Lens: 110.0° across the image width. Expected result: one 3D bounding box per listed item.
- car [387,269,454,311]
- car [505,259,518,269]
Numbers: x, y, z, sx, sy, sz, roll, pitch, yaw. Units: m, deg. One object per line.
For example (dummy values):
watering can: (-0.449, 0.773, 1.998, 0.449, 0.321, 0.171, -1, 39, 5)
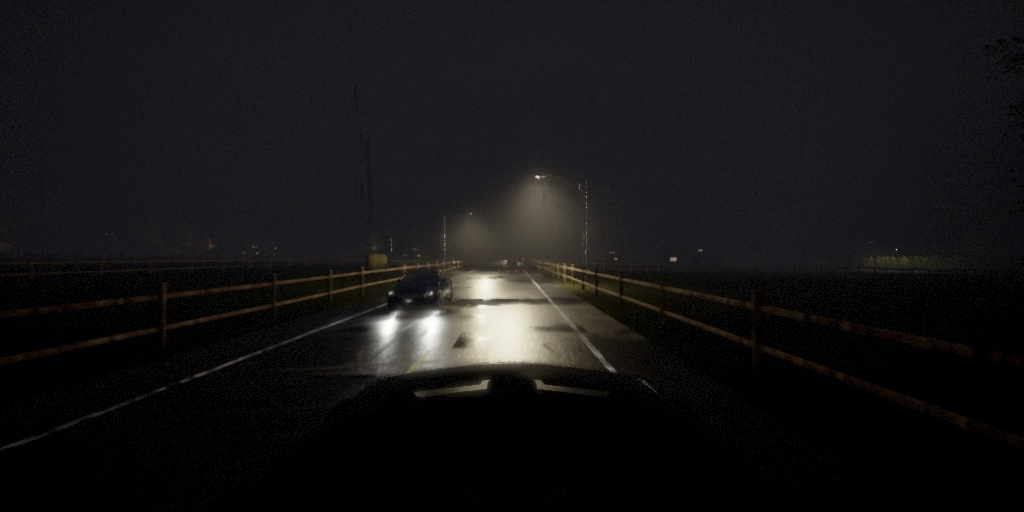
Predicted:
car: (-3.551, 1.287, 14.697, 1.812, 1.442, 4.674, 0, 0, 1)
car: (-0.043, 1.296, 56.015, 2.128, 1.511, 4.902, 0, 0, 0)
